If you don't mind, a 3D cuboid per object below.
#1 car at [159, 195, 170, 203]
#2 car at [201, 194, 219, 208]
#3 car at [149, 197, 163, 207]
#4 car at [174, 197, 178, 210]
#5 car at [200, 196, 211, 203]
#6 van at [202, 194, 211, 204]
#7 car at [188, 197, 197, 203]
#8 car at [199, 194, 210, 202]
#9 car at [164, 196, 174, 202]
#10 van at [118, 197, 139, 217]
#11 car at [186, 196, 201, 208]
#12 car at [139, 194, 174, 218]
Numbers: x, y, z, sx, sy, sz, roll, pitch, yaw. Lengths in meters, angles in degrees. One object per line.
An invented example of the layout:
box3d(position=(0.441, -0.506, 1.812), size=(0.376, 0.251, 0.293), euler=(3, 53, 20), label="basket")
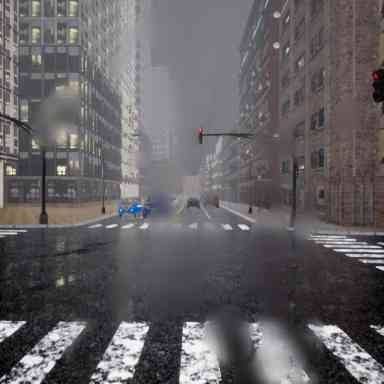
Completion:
box3d(position=(-5.617, 1.469, 69.421), size=(1.967, 1.590, 4.097), euler=(0, 0, 0), label="car")
box3d(position=(2.740, 1.329, 47.210), size=(2.192, 1.841, 5.009), euler=(0, 0, 0), label="car")
box3d(position=(-5.634, 1.543, 52.598), size=(1.752, 1.417, 4.829), euler=(0, 0, 0), label="car")
box3d(position=(-3.054, 1.611, 39.944), size=(1.895, 1.301, 4.718), euler=(0, 0, 0), label="car")
box3d(position=(2.764, 1.580, 69.413), size=(2.008, 1.369, 4.403), euler=(0, 0, 0), label="car")
box3d(position=(2.757, 1.366, 63.863), size=(1.690, 1.788, 3.998), euler=(0, 0, 0), label="van")
box3d(position=(0.147, 1.629, 68.641), size=(1.895, 1.301, 4.718), euler=(0, 0, 0), label="car")
box3d(position=(2.769, 1.349, 74.964), size=(2.192, 1.841, 5.009), euler=(0, 0, 0), label="car")
box3d(position=(-5.605, 1.589, 80.523), size=(2.008, 1.369, 4.403), euler=(0, 0, 0), label="car")
box3d(position=(-5.658, 1.347, 30.565), size=(1.690, 1.788, 3.998), euler=(0, 0, 0), label="van")
box3d(position=(0.154, 1.562, 47.343), size=(2.033, 1.411, 5.357), euler=(0, 0, 0), label="car")
box3d(position=(-3.075, 1.227, 30.234), size=(2.150, 2.045, 5.566), euler=(0, 0, 0), label="car")
